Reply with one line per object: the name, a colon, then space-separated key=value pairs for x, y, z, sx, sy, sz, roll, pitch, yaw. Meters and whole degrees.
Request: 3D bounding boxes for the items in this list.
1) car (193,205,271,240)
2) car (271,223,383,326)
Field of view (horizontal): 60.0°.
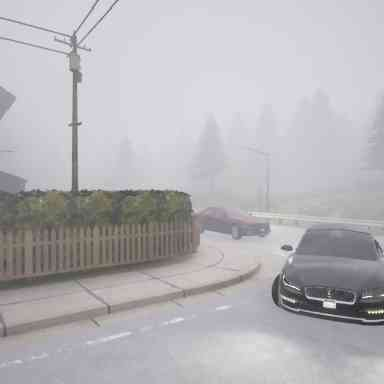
car: x=1.920 y=1.478 z=17.477 sx=1.882 sy=1.535 sz=5.008 roll=0 pitch=0 yaw=-33
car: x=3.219 y=1.505 z=7.341 sx=1.837 sy=1.490 sz=4.892 roll=0 pitch=0 yaw=27
